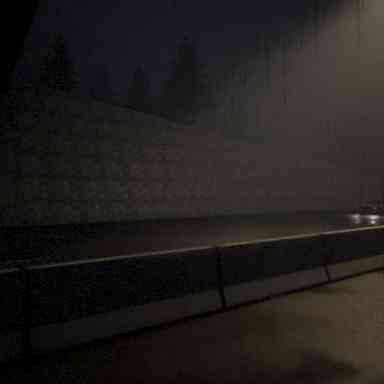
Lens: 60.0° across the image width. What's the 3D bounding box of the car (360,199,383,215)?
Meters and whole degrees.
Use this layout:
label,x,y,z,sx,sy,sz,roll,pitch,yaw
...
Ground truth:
label,x,y,z,sx,sy,sz,roll,pitch,yaw
car,19.229,1.469,34.242,5.008,1.535,1.882,0,0,-35
